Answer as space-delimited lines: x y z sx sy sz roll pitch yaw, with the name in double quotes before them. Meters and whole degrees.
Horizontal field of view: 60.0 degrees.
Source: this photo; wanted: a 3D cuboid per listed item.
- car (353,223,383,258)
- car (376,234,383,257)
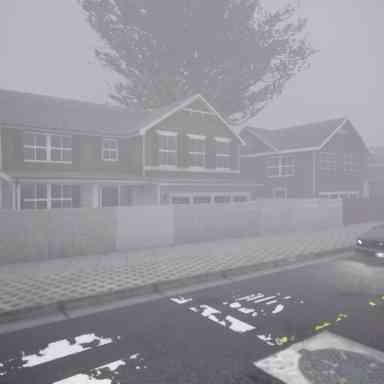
"car" 7.767 1.478 11.485 5.357 1.411 2.033 0 1 -36
"car" 6.100 1.512 6.725 5.357 1.411 2.033 0 1 -36
